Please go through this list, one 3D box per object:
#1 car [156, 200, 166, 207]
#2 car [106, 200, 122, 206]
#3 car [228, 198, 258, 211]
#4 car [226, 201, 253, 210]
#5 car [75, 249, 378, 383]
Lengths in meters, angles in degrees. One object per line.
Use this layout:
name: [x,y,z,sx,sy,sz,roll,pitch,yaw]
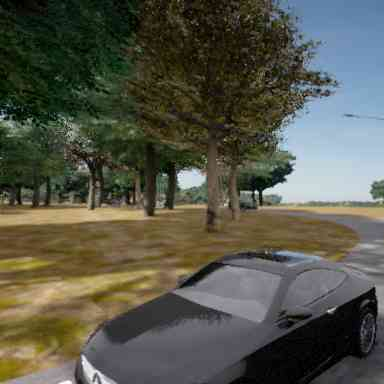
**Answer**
car: [-6.219,2.552,72.872,4.674,1.442,1.812,-1,-3,36]
car: [-19.646,2.787,83.335,4.902,1.511,2.128,-1,-3,41]
car: [8.375,2.006,54.608,2.150,2.045,5.566,3,-2,-32]
car: [8.742,2.513,61.364,1.837,1.490,4.892,3,-2,-39]
car: [0.882,1.576,4.412,4.674,1.442,1.812,0,0,-42]
